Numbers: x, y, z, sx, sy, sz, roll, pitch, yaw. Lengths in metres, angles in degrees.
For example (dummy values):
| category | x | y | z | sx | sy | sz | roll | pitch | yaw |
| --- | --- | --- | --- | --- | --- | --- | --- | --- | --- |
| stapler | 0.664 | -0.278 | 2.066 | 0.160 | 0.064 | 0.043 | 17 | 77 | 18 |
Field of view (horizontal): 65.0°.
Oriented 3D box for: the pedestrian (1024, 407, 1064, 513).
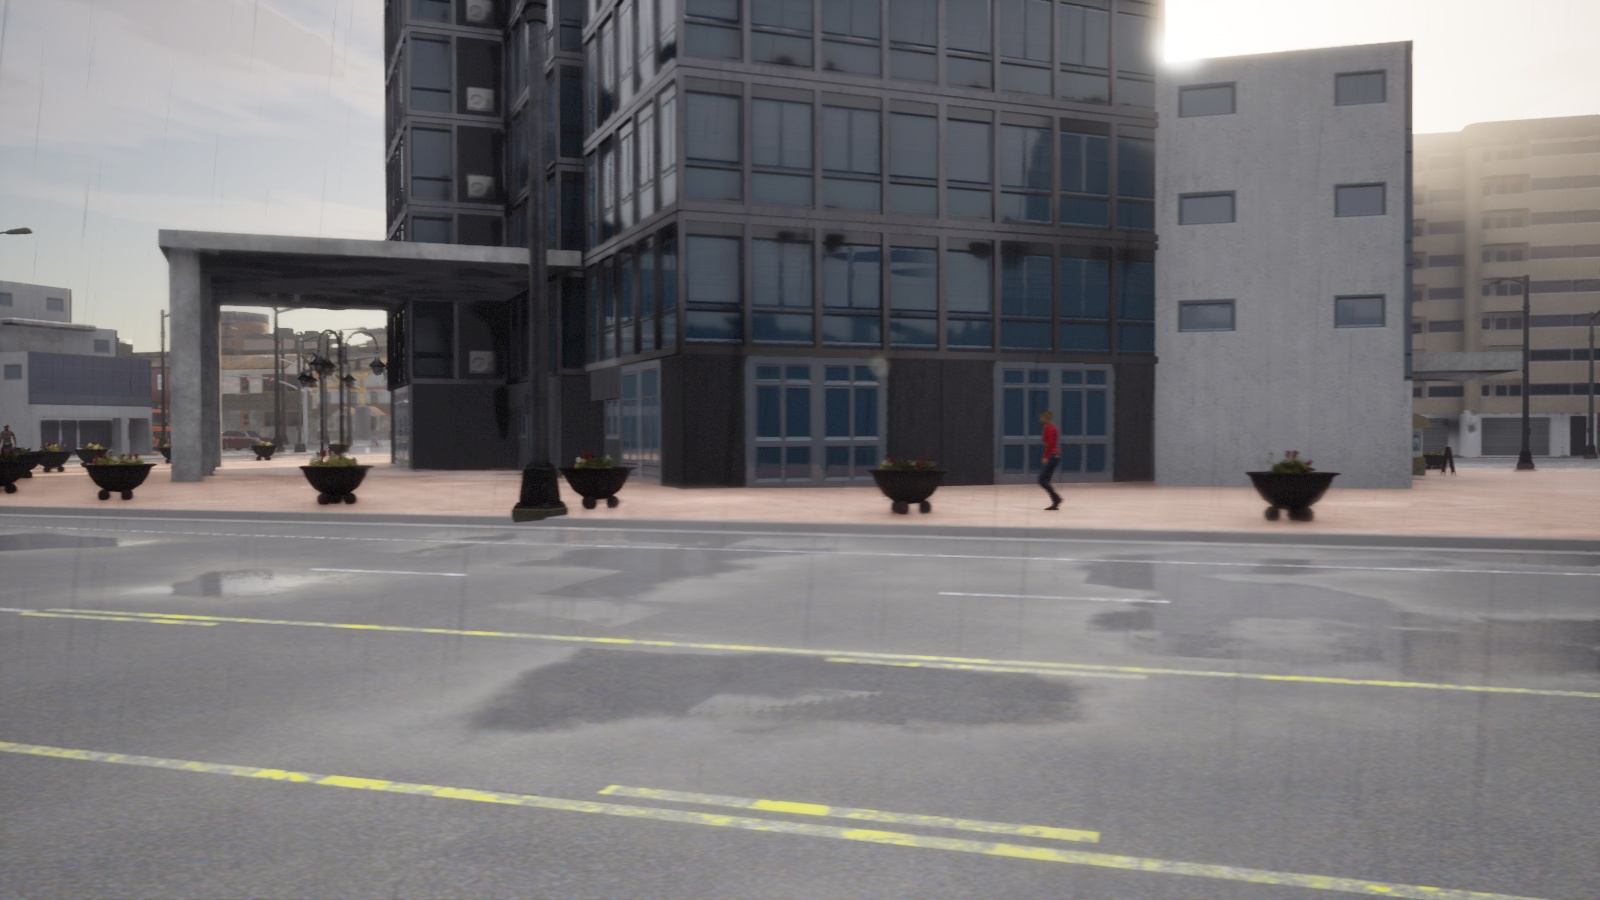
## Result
| category | x | y | z | sx | sy | sz | roll | pitch | yaw |
| --- | --- | --- | --- | --- | --- | --- | --- | --- | --- |
| pedestrian | 4.310 | 0.173 | 22.191 | 0.636 | 1.846 | 0.331 | 1 | 1 | 20 |

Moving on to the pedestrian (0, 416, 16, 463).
| category | x | y | z | sx | sy | sz | roll | pitch | yaw |
| --- | --- | --- | --- | --- | --- | --- | --- | --- | --- |
| pedestrian | -30.195 | -0.400 | 47.803 | 0.328 | 1.805 | 0.869 | 0 | 1 | -12 |
